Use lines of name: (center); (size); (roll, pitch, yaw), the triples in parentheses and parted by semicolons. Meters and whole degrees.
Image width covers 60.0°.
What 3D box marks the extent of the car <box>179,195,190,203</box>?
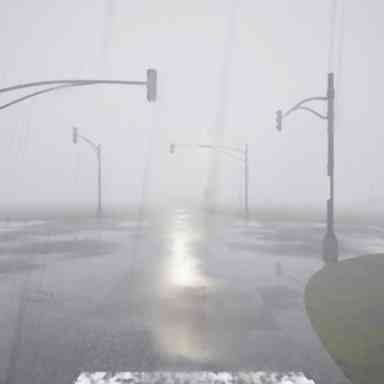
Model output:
car: (-1.546, 1.441, 70.254); (2.097, 1.767, 4.553); (0, 0, -3)

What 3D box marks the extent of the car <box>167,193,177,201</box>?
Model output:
car: (-4.528, 1.074, 74.351); (2.097, 1.767, 4.553); (0, 0, -3)

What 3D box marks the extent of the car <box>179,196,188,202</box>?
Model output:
car: (-2.137, 1.624, 80.329); (1.895, 1.301, 4.718); (0, 0, -4)
